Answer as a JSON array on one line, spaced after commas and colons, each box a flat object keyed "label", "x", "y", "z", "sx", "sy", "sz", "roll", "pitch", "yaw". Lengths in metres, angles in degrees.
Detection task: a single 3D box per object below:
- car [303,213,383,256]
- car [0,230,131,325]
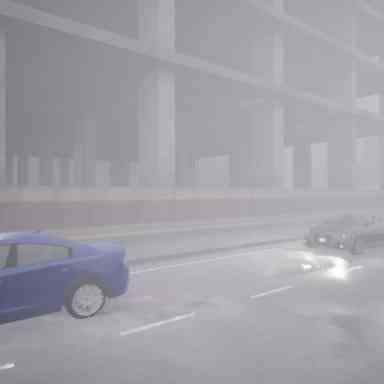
[{"label": "car", "x": 6.298, "y": 1.563, "z": 13.255, "sx": 4.181, "sy": 1.385, "sz": 1.994, "roll": 0, "pitch": 0, "yaw": -37}, {"label": "car", "x": -3.554, "y": 1.478, "z": 5.779, "sx": 5.008, "sy": 1.535, "sz": 1.882, "roll": 0, "pitch": 0, "yaw": -37}]
